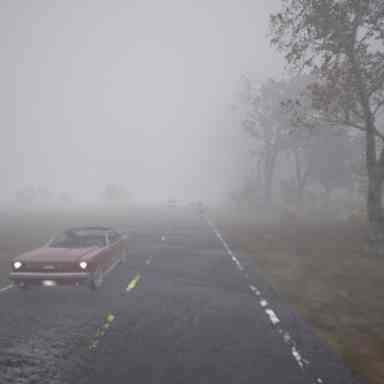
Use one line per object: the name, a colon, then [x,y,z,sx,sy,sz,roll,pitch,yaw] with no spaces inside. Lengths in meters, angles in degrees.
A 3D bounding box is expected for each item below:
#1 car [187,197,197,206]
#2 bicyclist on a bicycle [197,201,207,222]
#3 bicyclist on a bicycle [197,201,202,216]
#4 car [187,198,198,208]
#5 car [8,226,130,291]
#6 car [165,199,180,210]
car: [0.003,2.107,74.482,2.097,1.767,4.553,0,-1,0]
bicyclist on a bicycle: [0.851,1.722,28.360,0.866,1.612,1.509,-1,-1,0]
bicyclist on a bicycle: [0.814,1.822,36.680,0.582,1.620,1.656,-1,-1,0]
car: [0.077,2.119,58.757,1.812,1.442,4.674,0,-1,0]
car: [-3.099,1.698,9.427,1.895,1.301,4.718,0,-1,0]
car: [-3.064,1.886,52.843,2.097,1.767,4.553,0,-1,0]
